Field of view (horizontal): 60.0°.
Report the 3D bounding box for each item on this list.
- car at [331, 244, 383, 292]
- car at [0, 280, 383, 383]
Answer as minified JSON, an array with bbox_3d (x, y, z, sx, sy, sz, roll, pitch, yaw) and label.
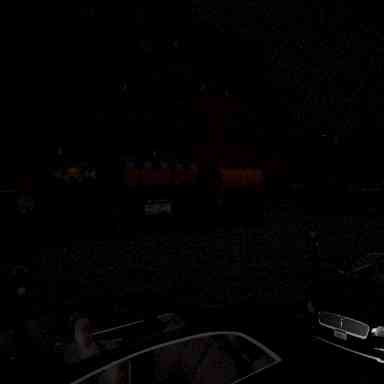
[{"bbox_3d":[3.628,1.548,5.430,4.403,1.369,2.008,0,-2,-36],"label":"car"},{"bbox_3d":[-0.805,1.550,2.261,4.403,1.369,2.008,0,-2,-36],"label":"car"}]
